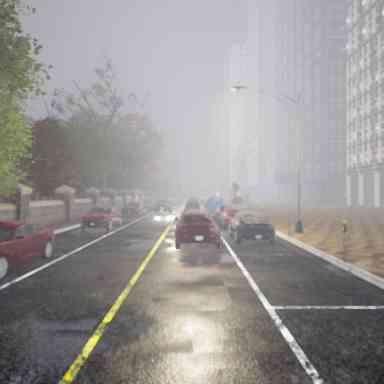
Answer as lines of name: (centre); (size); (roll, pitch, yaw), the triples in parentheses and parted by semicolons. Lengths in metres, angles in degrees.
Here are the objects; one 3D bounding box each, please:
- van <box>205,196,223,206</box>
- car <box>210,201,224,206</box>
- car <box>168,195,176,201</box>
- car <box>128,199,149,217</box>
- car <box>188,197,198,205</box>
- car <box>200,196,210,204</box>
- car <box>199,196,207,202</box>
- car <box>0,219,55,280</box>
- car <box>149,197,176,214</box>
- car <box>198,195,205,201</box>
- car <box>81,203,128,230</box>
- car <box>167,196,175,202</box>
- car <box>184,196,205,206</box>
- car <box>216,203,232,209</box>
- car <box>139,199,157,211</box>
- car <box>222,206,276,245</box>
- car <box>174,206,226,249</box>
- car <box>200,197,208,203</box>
van: (2.710, 1.439, 38.139); (1.690, 1.788, 3.998); (0, 0, 0)
car: (2.705, 1.647, 26.872); (1.802, 1.307, 4.206); (0, 0, 0)
car: (-5.643, 1.752, 94.463); (1.967, 1.590, 4.097); (0, 0, 0)
car: (-5.673, 1.625, 32.509); (1.887, 1.381, 4.507); (0, 0, 0)
car: (0.133, 1.685, 62.930); (1.837, 1.490, 4.892); (0, 0, 0)
car: (2.727, 1.653, 71.931); (1.967, 1.590, 4.097); (0, 0, 0)
car: (2.732, 1.810, 83.194); (2.008, 1.369, 4.403); (0, 0, 0)
car: (-5.685, 1.568, 9.980); (1.887, 1.381, 4.507); (0, 0, 0)
car: (-3.068, 1.584, 36.271); (2.128, 1.511, 4.902); (0, 0, 0)
car: (2.738, 1.753, 94.458); (1.967, 1.590, 4.097); (0, 0, 0)
car: (-5.679, 1.595, 21.244); (1.887, 1.381, 4.507); (0, 0, 0)
car: (-5.646, 1.851, 88.829); (1.947, 1.339, 4.313); (0, 0, 0)
car: (0.122, 1.598, 40.845); (2.128, 1.511, 4.902); (0, 0, 0)
car: (2.701, 1.632, 21.240); (1.802, 1.307, 4.206); (0, 0, 0)
car: (-5.668, 1.640, 43.604); (1.752, 1.417, 4.829); (0, 0, 0)
car: (2.699, 1.587, 15.608); (2.008, 1.369, 4.403); (0, 0, 0)
car: (0.188, 1.560, 14.750); (1.812, 1.442, 4.674); (0, 0, -2)
car: (2.729, 1.817, 77.562); (1.802, 1.307, 4.206); (0, 0, 0)
